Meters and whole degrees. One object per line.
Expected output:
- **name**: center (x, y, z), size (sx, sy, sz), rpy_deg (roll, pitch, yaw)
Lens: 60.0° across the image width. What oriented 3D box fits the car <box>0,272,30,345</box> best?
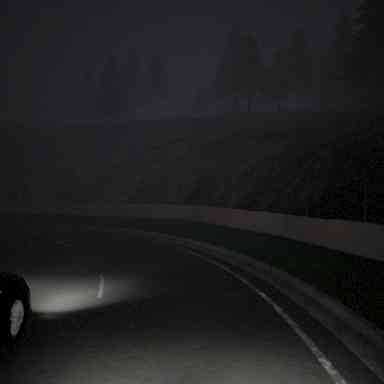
- **car**: center (-3.465, 1.506, 3.451), size (1.837, 1.490, 4.892), rpy_deg (0, 0, -2)
